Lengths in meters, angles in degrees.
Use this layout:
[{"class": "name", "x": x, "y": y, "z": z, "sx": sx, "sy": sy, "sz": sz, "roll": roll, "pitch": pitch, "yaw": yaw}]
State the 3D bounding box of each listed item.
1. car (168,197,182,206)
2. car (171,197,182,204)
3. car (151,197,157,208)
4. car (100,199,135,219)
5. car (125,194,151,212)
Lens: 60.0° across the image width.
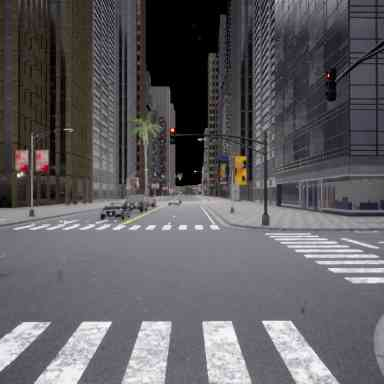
[{"class": "car", "x": -3.244, "y": 1.781, "z": 59.890, "sx": 1.895, "sy": 1.301, "sz": 4.718, "roll": 0, "pitch": 0, "yaw": 0}, {"class": "car", "x": -3.259, "y": 1.788, "z": 69.786, "sx": 1.994, "sy": 1.385, "sz": 4.181, "roll": 0, "pitch": 0, "yaw": 0}, {"class": "car", "x": -6.665, "y": 1.493, "z": 50.879, "sx": 2.097, "sy": 1.767, "sz": 4.553, "roll": 0, "pitch": 0, "yaw": 0}, {"class": "car", "x": -6.643, "y": 1.627, "z": 29.219, "sx": 1.994, "sy": 1.385, "sz": 4.181, "roll": 0, "pitch": 0, "yaw": 0}, {"class": "car", "x": -6.656, "y": 1.318, "z": 39.790, "sx": 2.150, "sy": 2.045, "sz": 5.566, "roll": 0, "pitch": 0, "yaw": 1}]
